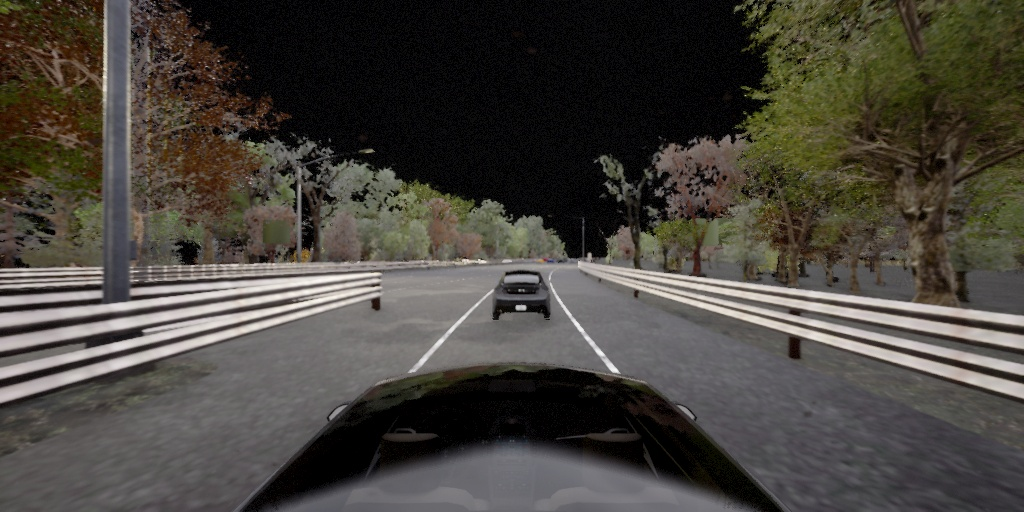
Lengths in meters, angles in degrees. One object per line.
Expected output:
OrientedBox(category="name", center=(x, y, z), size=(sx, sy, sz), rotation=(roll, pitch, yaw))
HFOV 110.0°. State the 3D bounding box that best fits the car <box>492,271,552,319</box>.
OrientedBox(category="car", center=(0.360, 1.258, 12.834), size=(1.837, 1.490, 4.892), rotation=(0, 0, 2))
